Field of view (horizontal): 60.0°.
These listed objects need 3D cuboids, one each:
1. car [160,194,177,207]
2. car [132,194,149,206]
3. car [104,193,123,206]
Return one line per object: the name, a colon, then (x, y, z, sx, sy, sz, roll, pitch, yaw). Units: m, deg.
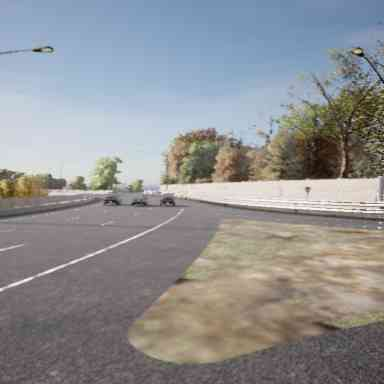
car: (-2.962, 0.985, 41.412, 1.837, 1.490, 4.892, 0, 1, -3)
car: (-6.404, 1.001, 41.538, 2.033, 1.411, 5.357, 0, 1, -3)
car: (-10.060, 0.919, 42.640, 1.837, 1.490, 4.892, 0, 1, -4)
